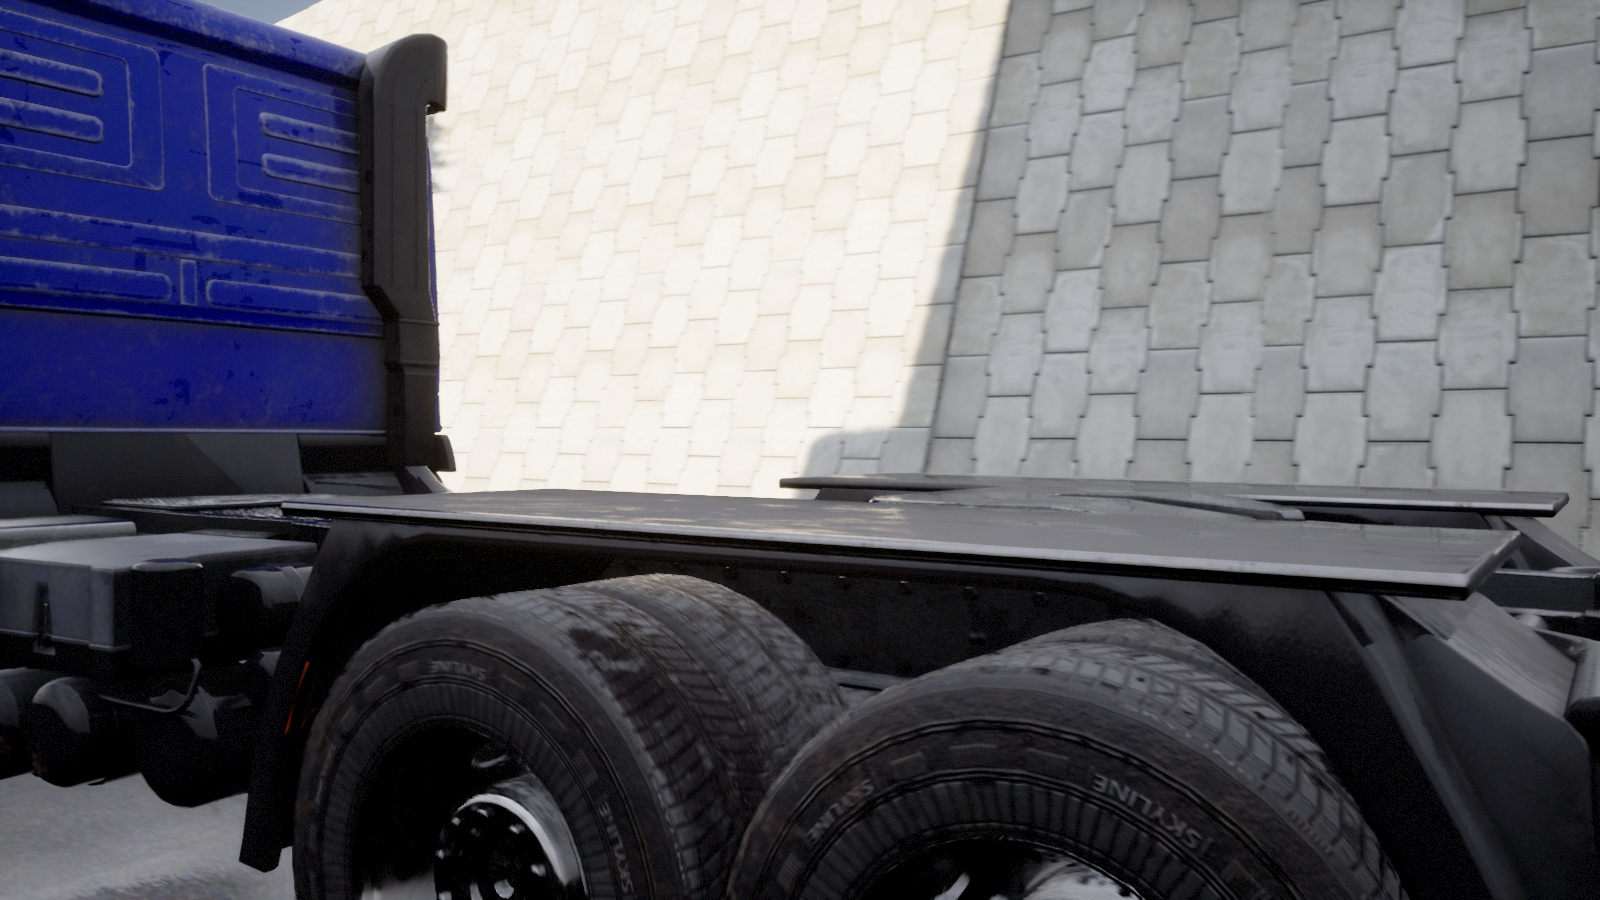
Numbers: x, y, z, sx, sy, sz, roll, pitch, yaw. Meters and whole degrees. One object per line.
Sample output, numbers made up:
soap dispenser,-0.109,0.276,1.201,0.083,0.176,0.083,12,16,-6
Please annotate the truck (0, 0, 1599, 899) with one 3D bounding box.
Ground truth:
truck,-1.159,-0.300,4.374,7.936,3.462,2.891,0,1,34
